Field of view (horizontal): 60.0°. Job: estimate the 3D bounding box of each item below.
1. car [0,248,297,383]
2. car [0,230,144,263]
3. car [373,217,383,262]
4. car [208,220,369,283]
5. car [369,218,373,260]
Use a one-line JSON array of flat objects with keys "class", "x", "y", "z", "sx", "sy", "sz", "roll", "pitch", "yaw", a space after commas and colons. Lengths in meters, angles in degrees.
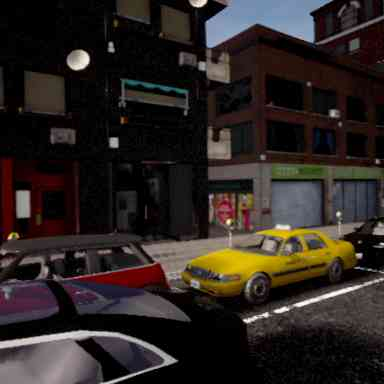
[{"class": "car", "x": -1.746, "y": 1.484, "z": 2.099, "sx": 4.902, "sy": 1.511, "sz": 2.128, "roll": 0, "pitch": 0, "yaw": -32}, {"class": "car", "x": -2.360, "y": 1.421, "z": 4.902, "sx": 4.097, "sy": 1.590, "sz": 1.967, "roll": 0, "pitch": -1, "yaw": -35}, {"class": "car", "x": 7.084, "y": 1.184, "z": 8.294, "sx": 5.566, "sy": 2.045, "sz": 2.150, "roll": 0, "pitch": 0, "yaw": -35}, {"class": "car", "x": 2.037, "y": 1.491, "z": 7.956, "sx": 4.829, "sy": 1.417, "sz": 1.752, "roll": 0, "pitch": -1, "yaw": -35}, {"class": "car", "x": 6.713, "y": 1.516, "z": 11.206, "sx": 4.313, "sy": 1.339, "sz": 1.947, "roll": 0, "pitch": -1, "yaw": -35}]
